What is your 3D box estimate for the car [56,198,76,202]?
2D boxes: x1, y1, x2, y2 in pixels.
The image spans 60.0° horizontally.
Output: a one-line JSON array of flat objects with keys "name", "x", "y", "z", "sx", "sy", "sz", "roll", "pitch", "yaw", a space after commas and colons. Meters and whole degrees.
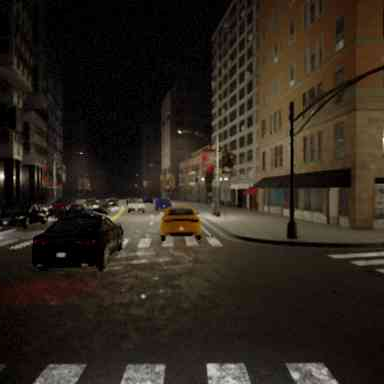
[{"name": "car", "x": -12.221, "y": 1.387, "z": 31.924, "sx": 2.097, "sy": 1.767, "sz": 4.553, "roll": 0, "pitch": 0, "yaw": -8}]

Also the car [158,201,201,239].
[{"name": "car", "x": -0.632, "y": 1.483, "z": 17.323, "sx": 1.882, "sy": 1.535, "sz": 5.008, "roll": 0, "pitch": 0, "yaw": -4}]

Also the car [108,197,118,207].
[{"name": "car", "x": -12.377, "y": 1.549, "z": 51.485, "sx": 2.128, "sy": 1.511, "sz": 4.902, "roll": 0, "pitch": 0, "yaw": -12}]

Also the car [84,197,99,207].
[{"name": "car", "x": -16.141, "y": 1.618, "z": 53.616, "sx": 2.033, "sy": 1.411, "sz": 5.357, "roll": 0, "pitch": 0, "yaw": -13}]

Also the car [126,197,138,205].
[{"name": "car", "x": -10.831, "y": 1.665, "z": 59.642, "sx": 1.895, "sy": 1.301, "sz": 4.718, "roll": 0, "pitch": 0, "yaw": -13}]

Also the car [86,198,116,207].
[{"name": "car", "x": -9.110, "y": 1.577, "z": 33.197, "sx": 2.033, "sy": 1.411, "sz": 5.357, "roll": 0, "pitch": 0, "yaw": -8}]

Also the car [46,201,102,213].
[{"name": "car", "x": -7.815, "y": 1.567, "z": 22.636, "sx": 2.033, "sy": 1.411, "sz": 5.357, "roll": 0, "pitch": 0, "yaw": -6}]

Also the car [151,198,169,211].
[{"name": "car", "x": -3.715, "y": 1.502, "z": 41.881, "sx": 1.882, "sy": 1.535, "sz": 5.008, "roll": 0, "pitch": 0, "yaw": -10}]

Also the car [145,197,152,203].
[{"name": "car", "x": -8.238, "y": 1.586, "z": 62.513, "sx": 1.812, "sy": 1.442, "sz": 4.674, "roll": 0, "pitch": 0, "yaw": -14}]

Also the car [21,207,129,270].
[{"name": "car", "x": -3.523, "y": 1.485, "z": 11.128, "sx": 1.882, "sy": 1.535, "sz": 5.008, "roll": 0, "pitch": 0, "yaw": -3}]

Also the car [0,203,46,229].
[{"name": "car", "x": -10.997, "y": 1.516, "z": 21.765, "sx": 2.128, "sy": 1.511, "sz": 4.902, "roll": 0, "pitch": 0, "yaw": -4}]

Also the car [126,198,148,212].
[{"name": "car", "x": -6.433, "y": 1.629, "z": 38.535, "sx": 1.895, "sy": 1.301, "sz": 4.718, "roll": 0, "pitch": 0, "yaw": -9}]
